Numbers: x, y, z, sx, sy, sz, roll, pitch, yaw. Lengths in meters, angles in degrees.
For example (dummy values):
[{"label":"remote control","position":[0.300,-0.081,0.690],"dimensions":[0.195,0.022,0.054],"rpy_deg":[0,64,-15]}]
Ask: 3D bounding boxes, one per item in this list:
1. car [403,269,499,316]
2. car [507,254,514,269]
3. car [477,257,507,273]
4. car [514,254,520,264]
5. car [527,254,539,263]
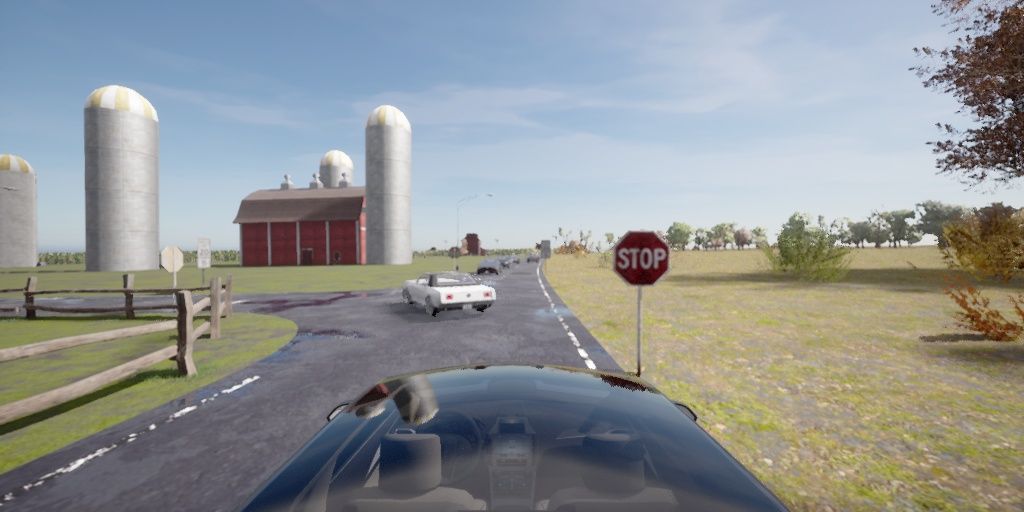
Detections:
[{"label":"car","position":[-2.452,1.203,12.697],"dimensions":[1.895,1.301,4.718],"rpy_deg":[0,1,-30]},{"label":"car","position":[-1.189,0.758,41.577],"dimensions":[1.994,1.385,4.181],"rpy_deg":[0,1,4]},{"label":"car","position":[-1.885,0.885,31.718],"dimensions":[2.033,1.411,5.357],"rpy_deg":[0,1,3]},{"label":"car","position":[0.181,0.471,56.131],"dimensions":[2.128,1.511,4.902],"rpy_deg":[0,1,6]},{"label":"car","position":[3.530,0.387,61.585],"dimensions":[2.128,1.511,4.902],"rpy_deg":[0,1,6]}]
